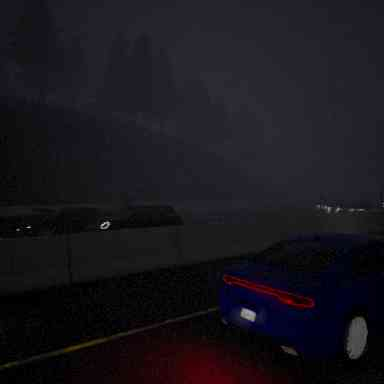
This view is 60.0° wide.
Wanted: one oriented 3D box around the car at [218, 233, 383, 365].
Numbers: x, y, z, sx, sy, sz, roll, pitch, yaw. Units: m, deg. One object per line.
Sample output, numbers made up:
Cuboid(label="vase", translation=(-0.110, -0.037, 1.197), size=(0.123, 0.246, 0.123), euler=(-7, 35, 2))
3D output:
Cuboid(label="car", translation=(2.712, 1.479, 5.931), size=(5.008, 1.535, 1.882), euler=(0, 0, -37))

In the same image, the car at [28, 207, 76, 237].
Cuboid(label="car", translation=(-6.196, 1.527, 16.971), size=(4.892, 1.490, 1.837), euler=(0, 0, -38))

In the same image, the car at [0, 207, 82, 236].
Cuboid(label="car", translation=(-9.027, 1.629, 19.189), size=(4.718, 1.301, 1.895), euler=(0, 0, -37))

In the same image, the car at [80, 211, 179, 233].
Cuboid(label="car", translation=(-2.578, 1.368, 15.364), size=(4.553, 1.767, 2.097), euler=(0, 0, -39))
